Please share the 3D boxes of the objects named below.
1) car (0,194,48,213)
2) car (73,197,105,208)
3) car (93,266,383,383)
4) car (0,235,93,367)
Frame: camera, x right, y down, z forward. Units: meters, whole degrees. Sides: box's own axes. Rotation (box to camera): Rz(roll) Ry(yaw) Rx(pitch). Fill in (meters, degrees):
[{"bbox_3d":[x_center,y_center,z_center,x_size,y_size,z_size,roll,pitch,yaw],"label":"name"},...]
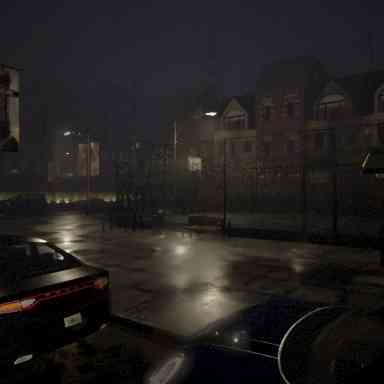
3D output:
[{"bbox_3d":[-18.884,1.220,36.983,2.150,2.045,5.566,0,0,35],"label":"car"},{"bbox_3d":[-15.020,1.491,48.583,2.128,1.511,4.902,0,0,35],"label":"car"},{"bbox_3d":[1.777,1.354,2.036,4.553,1.767,2.185,0,0,35],"label":"car"},{"bbox_3d":[-3.532,1.480,5.656,5.008,1.535,2.097,0,0,35],"label":"car"}]
